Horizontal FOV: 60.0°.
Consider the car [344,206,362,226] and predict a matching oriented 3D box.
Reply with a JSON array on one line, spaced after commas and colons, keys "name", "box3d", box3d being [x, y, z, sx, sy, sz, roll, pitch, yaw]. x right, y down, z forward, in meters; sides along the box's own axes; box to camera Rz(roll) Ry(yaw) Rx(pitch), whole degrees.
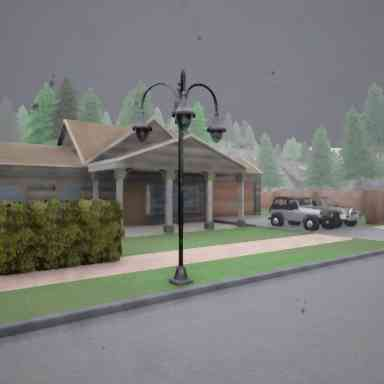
[{"name": "car", "box3d": [8.051, 1.171, 20.887, 1.932, 1.855, 4.605, 0, 0, -35]}]

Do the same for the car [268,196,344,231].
[{"name": "car", "box3d": [6.219, 1.173, 19.122, 1.905, 1.878, 3.866, 0, 0, -35]}]
